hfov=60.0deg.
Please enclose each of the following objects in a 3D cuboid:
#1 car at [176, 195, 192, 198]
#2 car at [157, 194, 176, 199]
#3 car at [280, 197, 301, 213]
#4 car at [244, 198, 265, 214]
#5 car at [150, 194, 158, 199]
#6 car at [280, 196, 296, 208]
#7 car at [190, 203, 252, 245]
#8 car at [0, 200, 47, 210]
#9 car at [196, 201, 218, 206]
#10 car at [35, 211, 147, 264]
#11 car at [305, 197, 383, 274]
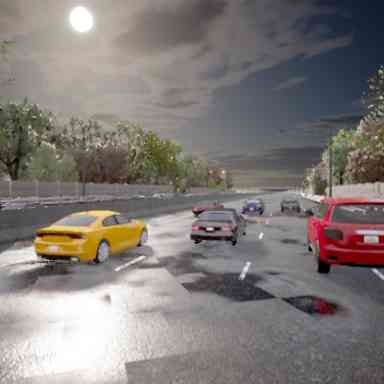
[{"bbox_3d":[-0.900,1.237,60.944,1.994,1.385,4.181,0,0,16],"label":"car"},{"bbox_3d":[-4.244,1.171,61.935,1.837,1.490,4.892,0,1,16],"label":"car"},{"bbox_3d":[10.199,1.301,34.551,2.128,1.511,4.902,0,0,16],"label":"car"},{"bbox_3d":[6.009,1.346,32.264,1.812,1.442,4.674,0,0,15],"label":"car"},{"bbox_3d":[-6.808,1.176,65.755,1.812,1.442,4.674,0,0,16],"label":"car"},{"bbox_3d":[12.860,1.321,44.558,1.994,1.385,4.181,0,0,15],"label":"car"},{"bbox_3d":[1.360,1.460,15.148,2.033,1.411,5.357,0,0,15],"label":"car"},{"bbox_3d":[-11.402,1.417,22.343,2.033,1.411,5.357,0,0,15],"label":"car"},{"bbox_3d":[1.490,1.437,29.009,1.895,1.301,4.718,0,0,15],"label":"car"},{"bbox_3d":[-3.204,1.408,11.684,1.882,1.535,5.008,0,0,15],"label":"car"},{"bbox_3d":[4.823,1.165,10.241,2.150,2.045,5.566,0,0,15],"label":"car"}]
